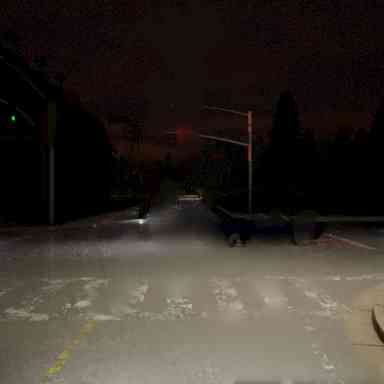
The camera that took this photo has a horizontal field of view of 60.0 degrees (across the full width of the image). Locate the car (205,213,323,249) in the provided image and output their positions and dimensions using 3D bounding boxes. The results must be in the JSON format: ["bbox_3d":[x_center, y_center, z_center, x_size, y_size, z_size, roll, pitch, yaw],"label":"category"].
[{"bbox_3d":[2.976,1.586,14.218,4.718,1.301,1.895,0,0,-11],"label":"car"}]

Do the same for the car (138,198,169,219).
[{"bbox_3d":[-3.550,1.547,29.836,2.033,1.411,5.357,0,0,0],"label":"car"}]

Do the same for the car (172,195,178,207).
[{"bbox_3d":[-3.507,1.525,49.689,1.812,1.442,4.674,0,0,0],"label":"car"}]

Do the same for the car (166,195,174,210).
[{"bbox_3d":[-3.533,1.505,39.677,1.837,1.490,4.892,0,0,0],"label":"car"}]
